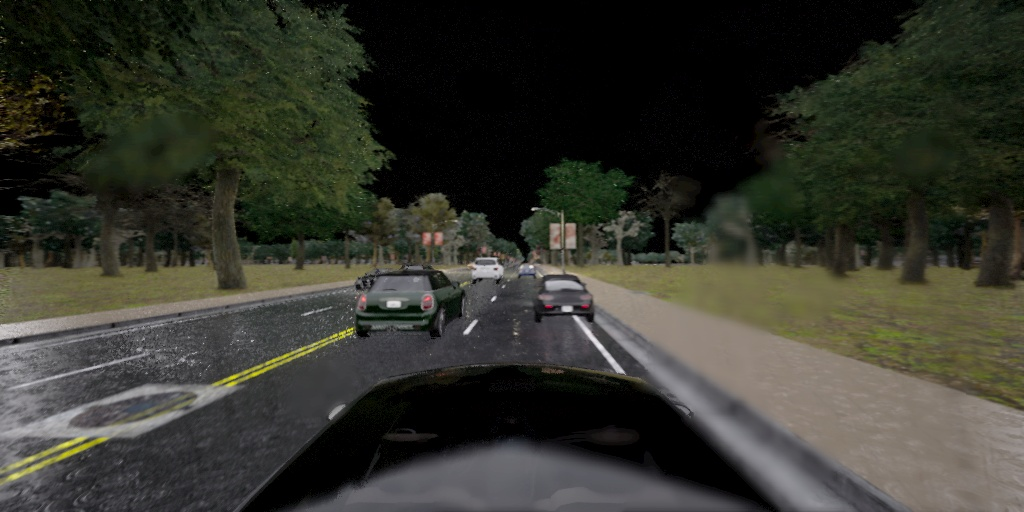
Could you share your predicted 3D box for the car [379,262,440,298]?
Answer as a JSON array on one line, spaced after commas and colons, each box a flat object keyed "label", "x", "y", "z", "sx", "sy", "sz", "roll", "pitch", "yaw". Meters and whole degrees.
[{"label": "car", "x": -5.756, "y": 1.273, "z": 20.807, "sx": 2.097, "sy": 1.767, "sz": 4.553, "roll": 0, "pitch": 0, "yaw": 3}]

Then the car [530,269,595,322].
[{"label": "car", "x": 1.644, "y": 1.332, "z": 12.371, "sx": 1.812, "sy": 1.442, "sz": 4.674, "roll": 0, "pitch": 0, "yaw": 2}]

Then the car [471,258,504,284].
[{"label": "car", "x": -1.935, "y": 1.171, "z": 29.846, "sx": 2.150, "sy": 2.045, "sz": 5.566, "roll": 0, "pitch": 0, "yaw": 2}]

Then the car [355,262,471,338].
[{"label": "car", "x": -2.719, "y": 1.183, "z": 10.640, "sx": 2.097, "sy": 1.767, "sz": 4.553, "roll": 0, "pitch": 0, "yaw": 2}]

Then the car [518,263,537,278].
[{"label": "car", "x": 1.570, "y": 1.522, "z": 37.009, "sx": 2.033, "sy": 1.411, "sz": 5.357, "roll": 0, "pitch": 0, "yaw": 3}]

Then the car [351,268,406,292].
[{"label": "car", "x": -8.866, "y": 1.533, "z": 24.223, "sx": 1.994, "sy": 1.385, "sz": 4.181, "roll": 0, "pitch": 0, "yaw": 2}]
